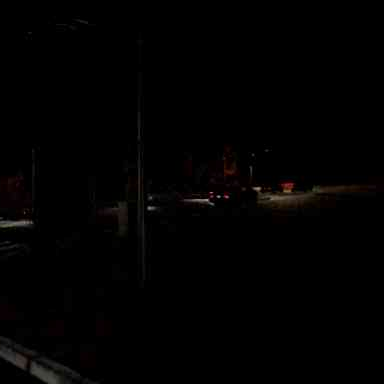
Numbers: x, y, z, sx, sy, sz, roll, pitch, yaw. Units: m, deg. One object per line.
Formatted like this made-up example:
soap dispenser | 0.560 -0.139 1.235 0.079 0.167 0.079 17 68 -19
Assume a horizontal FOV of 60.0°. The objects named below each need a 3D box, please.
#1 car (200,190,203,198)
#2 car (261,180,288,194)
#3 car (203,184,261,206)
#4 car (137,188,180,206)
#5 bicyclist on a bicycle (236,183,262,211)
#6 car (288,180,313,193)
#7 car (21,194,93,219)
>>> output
car | 2.749 -0.090 38.326 1.837 1.490 4.892 -1 2 33
car | 10.647 -0.501 44.475 2.033 1.411 5.357 -1 2 32
car | 3.393 0.293 27.089 2.033 1.411 5.357 -1 2 34
car | -2.863 0.393 29.817 1.812 1.442 4.674 -1 2 34
bicyclist on a bicycle | 3.320 0.287 19.510 1.656 1.620 0.582 -1 2 35
car | 15.049 -0.669 45.414 2.033 1.411 5.357 -1 2 32
car | -8.566 0.854 21.507 1.812 1.442 4.674 -1 2 35
